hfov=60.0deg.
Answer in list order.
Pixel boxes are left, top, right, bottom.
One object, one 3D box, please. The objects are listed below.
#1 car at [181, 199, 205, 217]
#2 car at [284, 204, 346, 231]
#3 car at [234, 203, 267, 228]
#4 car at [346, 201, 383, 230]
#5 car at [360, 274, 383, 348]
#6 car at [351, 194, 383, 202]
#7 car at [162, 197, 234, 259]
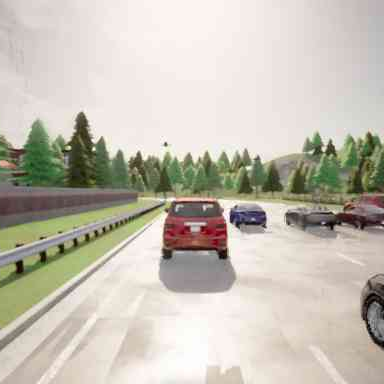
[{"bbox_3d":[0.108,1.457,31.619,2.128,1.511,4.902,0,0,0],"label":"car"},{"bbox_3d":[7.106,1.470,20.394,2.128,1.511,4.902,0,0,0],"label":"car"},{"bbox_3d":[3.608,1.453,22.074,1.882,1.535,5.008,0,0,0],"label":"car"},{"bbox_3d":[10.593,1.502,20.677,1.812,1.442,4.674,0,0,0],"label":"car"},{"bbox_3d":[3.602,1.502,3.372,1.837,1.490,4.892,0,0,0],"label":"car"},{"bbox_3d":[14.107,1.194,26.211,2.150,2.045,5.566,0,0,0],"label":"car"},{"bbox_3d":[0.103,1.207,12.728,2.150,2.045,5.566,0,0,0],"label":"car"}]
